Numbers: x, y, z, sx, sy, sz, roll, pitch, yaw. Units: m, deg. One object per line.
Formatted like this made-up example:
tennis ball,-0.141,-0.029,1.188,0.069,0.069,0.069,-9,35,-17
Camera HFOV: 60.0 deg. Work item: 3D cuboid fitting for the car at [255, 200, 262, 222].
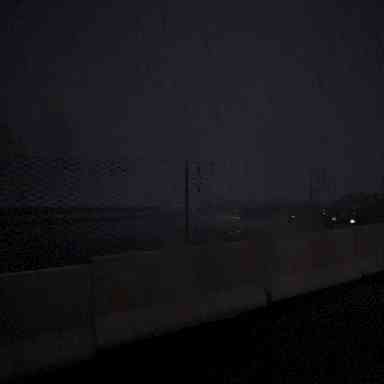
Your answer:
car,5.903,1.344,25.374,5.008,1.535,1.882,0,0,-35

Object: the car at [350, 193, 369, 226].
car,9.939,1.089,19.656,5.566,2.045,2.150,0,0,-35

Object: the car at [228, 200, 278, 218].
car,5.378,1.418,29.295,4.181,1.385,1.994,0,0,-35
